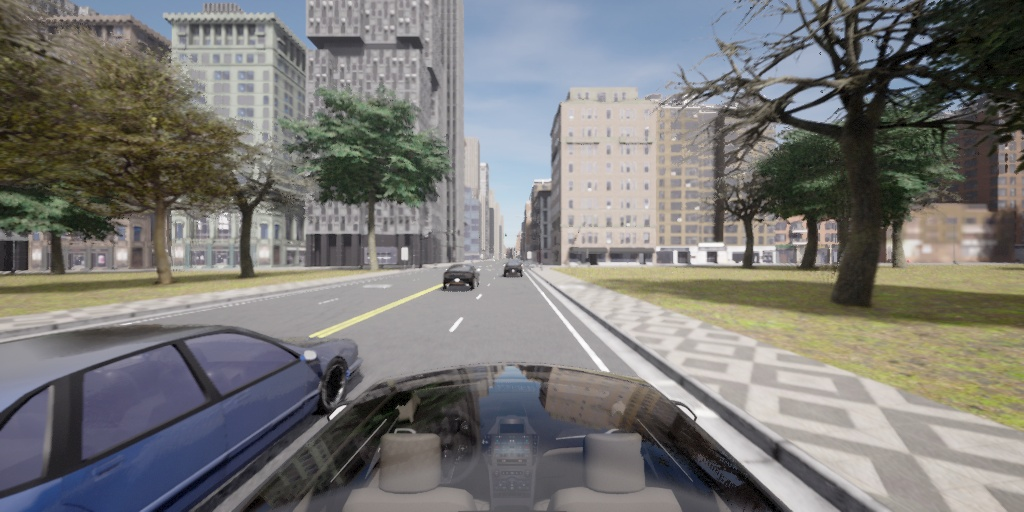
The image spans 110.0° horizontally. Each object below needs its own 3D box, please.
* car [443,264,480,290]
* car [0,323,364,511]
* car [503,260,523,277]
[{"bbox_3d":[-3.140,1.239,22.939,1.882,1.535,5.008,0,0,0],"label":"car"},{"bbox_3d":[-3.149,1.298,2.922,2.033,1.411,5.357,0,0,0],"label":"car"},{"bbox_3d":[0.118,1.258,36.619,1.882,1.535,5.008,0,0,0],"label":"car"}]
